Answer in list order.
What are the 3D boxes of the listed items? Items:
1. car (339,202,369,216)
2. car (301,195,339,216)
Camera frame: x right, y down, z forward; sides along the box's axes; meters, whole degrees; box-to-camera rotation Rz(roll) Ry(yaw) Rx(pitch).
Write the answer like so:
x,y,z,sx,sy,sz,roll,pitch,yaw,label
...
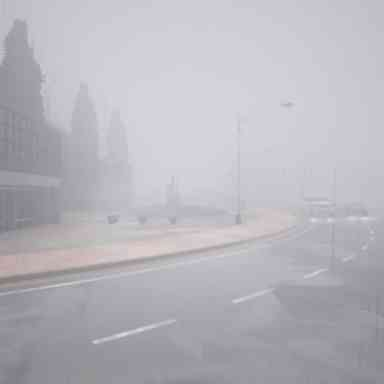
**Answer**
x,y,z,sx,sy,sz,roll,pitch,yaw,label
16.417,1.742,34.159,1.994,1.385,4.181,0,0,5,car
12.980,1.370,34.756,2.150,2.045,5.566,0,0,4,car
